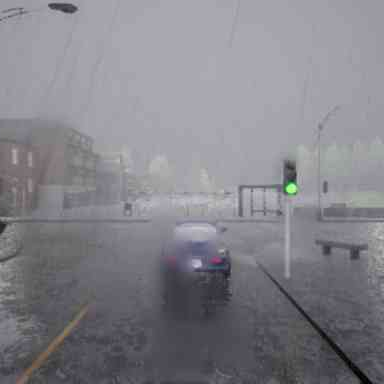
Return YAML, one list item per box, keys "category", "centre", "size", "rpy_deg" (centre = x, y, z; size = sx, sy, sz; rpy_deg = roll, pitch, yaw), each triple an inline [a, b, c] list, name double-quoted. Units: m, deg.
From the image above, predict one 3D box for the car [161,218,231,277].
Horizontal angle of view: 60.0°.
- category: "car"
  centre: [0.133, 1.521, 10.094]
  size: [1.812, 1.442, 4.674]
  rpy_deg: [0, 0, 1]
